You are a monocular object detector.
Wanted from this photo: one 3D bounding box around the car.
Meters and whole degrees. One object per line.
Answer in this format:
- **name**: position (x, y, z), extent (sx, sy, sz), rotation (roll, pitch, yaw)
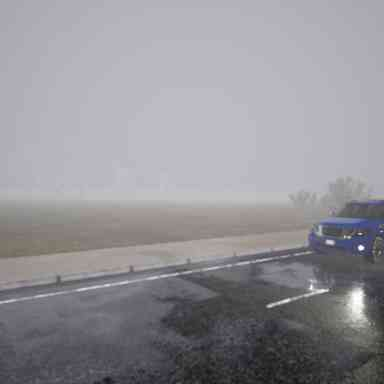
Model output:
- **car**: position (6.775, 1.320, 12.541), extent (5.566, 2.045, 2.150), rotation (1, 0, -36)
